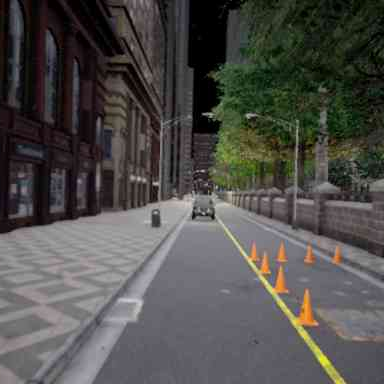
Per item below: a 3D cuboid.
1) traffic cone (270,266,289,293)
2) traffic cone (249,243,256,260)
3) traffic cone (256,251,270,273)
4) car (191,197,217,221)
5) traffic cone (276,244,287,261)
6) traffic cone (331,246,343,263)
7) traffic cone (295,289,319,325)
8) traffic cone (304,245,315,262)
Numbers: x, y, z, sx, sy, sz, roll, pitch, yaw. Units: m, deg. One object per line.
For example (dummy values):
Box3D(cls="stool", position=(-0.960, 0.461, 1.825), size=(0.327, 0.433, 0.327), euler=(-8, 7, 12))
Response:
Box3D(cls="traffic cone", position=(2.167, 2.114, 8.129), size=(0.340, 0.580, 0.340), euler=(2, -1, 2))
Box3D(cls="traffic cone", position=(2.274, 2.159, 12.127), size=(0.340, 0.580, 0.340), euler=(2, -1, 2))
Box3D(cls="traffic cone", position=(2.221, 2.137, 10.128), size=(0.340, 0.580, 0.340), euler=(2, -1, 2))
Box3D(cls="car", position=(1.103, 1.566, 32.056), size=(2.150, 2.045, 5.566), euler=(2, 0, 2))
Box3D(cls="traffic cone", position=(3.273, 2.191, 12.099), size=(0.340, 0.580, 0.340), euler=(2, -1, 2))
Box3D(cls="traffic cone", position=(5.271, 2.254, 12.046), size=(0.340, 0.580, 0.340), euler=(2, -1, 2))
Box3D(cls="traffic cone", position=(2.114, 2.091, 6.129), size=(0.340, 0.580, 0.340), euler=(2, -1, 2))
Box3D(cls="traffic cone", position=(4.272, 2.222, 12.073), size=(0.340, 0.580, 0.340), euler=(2, -1, 2))
